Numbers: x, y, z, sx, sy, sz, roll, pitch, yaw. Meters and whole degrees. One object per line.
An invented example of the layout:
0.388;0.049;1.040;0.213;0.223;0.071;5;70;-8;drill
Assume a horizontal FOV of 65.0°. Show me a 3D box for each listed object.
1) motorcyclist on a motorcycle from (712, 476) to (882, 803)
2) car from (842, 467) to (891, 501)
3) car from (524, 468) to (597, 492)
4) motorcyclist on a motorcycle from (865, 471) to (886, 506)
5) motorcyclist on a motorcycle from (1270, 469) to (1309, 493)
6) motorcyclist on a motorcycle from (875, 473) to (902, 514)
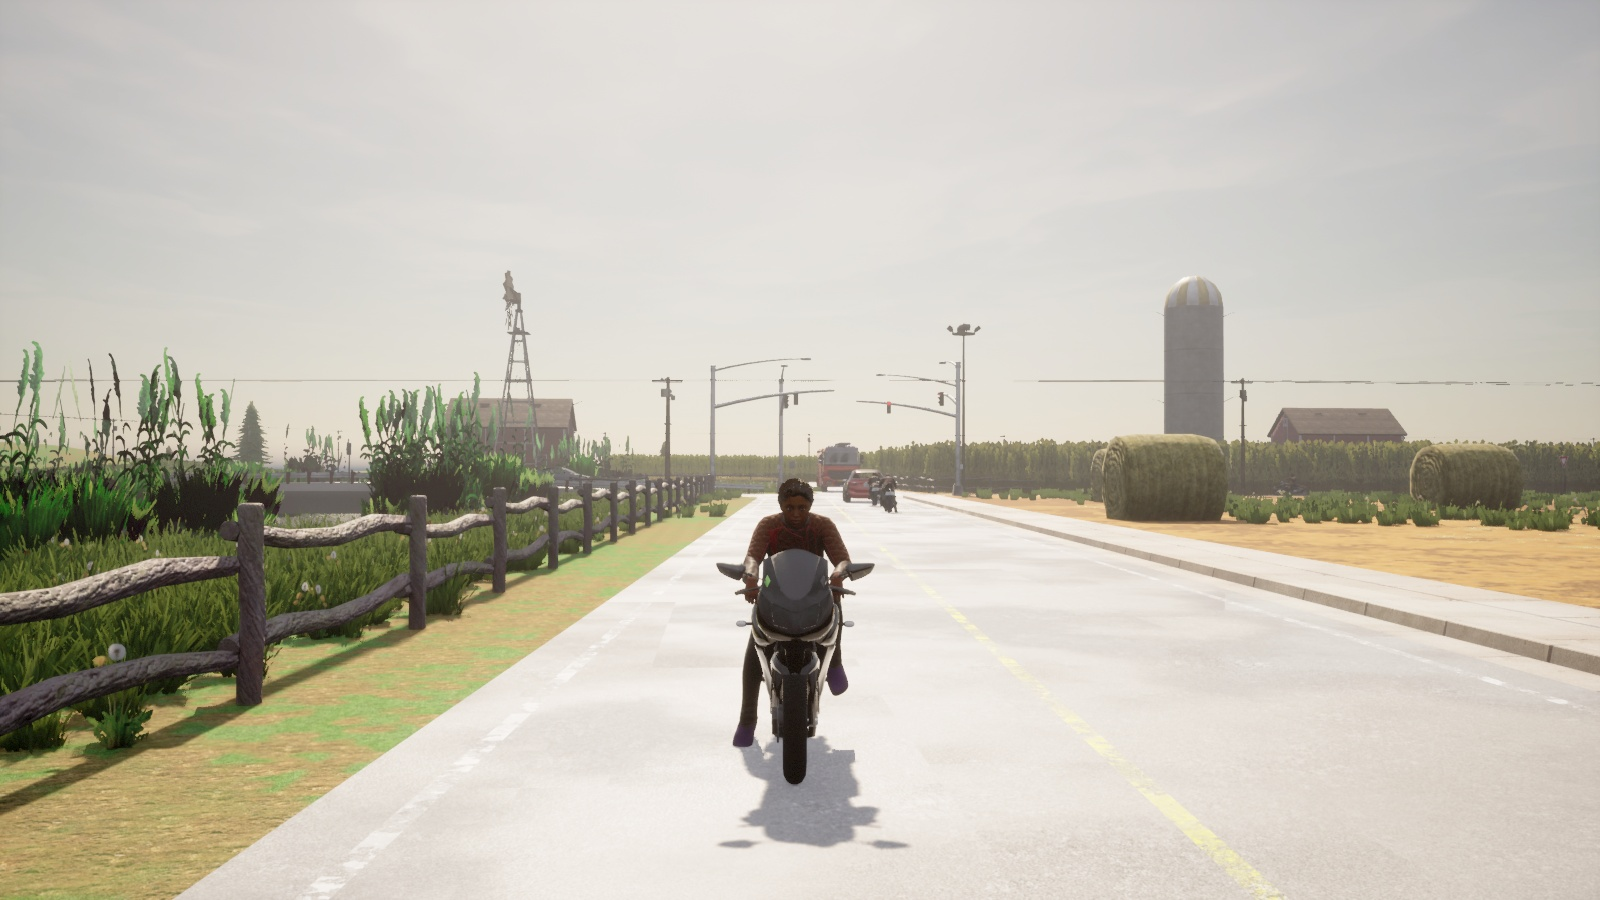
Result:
-0.018;0.913;6.928;0.797;1.523;2.044;0;-1;0;motorcyclist on a motorcycle
3.340;1.719;64.063;2.242;1.667;4.611;0;-1;0;car
-15.365;1.918;80.726;4.181;1.385;1.994;2;-1;3;car
3.357;1.726;56.252;0.797;1.523;2.044;0;-1;0;motorcyclist on a motorcycle
33.110;2.091;84.991;2.350;1.649;0.766;0;-1;-3;motorcyclist on a motorcycle
3.378;1.640;47.979;0.866;1.530;2.191;0;-1;0;motorcyclist on a motorcycle
